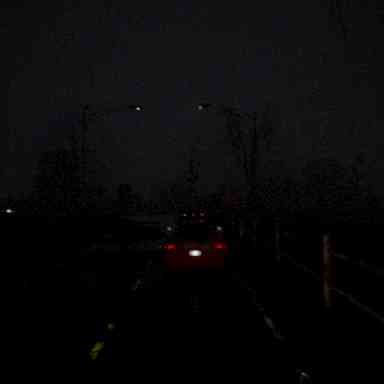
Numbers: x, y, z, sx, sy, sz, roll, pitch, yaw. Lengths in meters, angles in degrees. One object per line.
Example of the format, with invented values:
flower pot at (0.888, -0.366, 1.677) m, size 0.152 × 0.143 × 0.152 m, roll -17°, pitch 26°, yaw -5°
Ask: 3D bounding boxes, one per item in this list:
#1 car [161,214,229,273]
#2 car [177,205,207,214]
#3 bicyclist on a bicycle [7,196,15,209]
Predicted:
car at (0.087, 1.645, 11.027) m, size 1.994 × 1.385 × 4.181 m, roll 0°, pitch 0°, yaw 0°
car at (0.043, 1.663, 22.926) m, size 2.128 × 1.511 × 4.902 m, roll 0°, pitch 0°, yaw -1°
bicyclist on a bicycle at (-22.642, 1.269, 41.606) m, size 0.582 × 1.620 × 1.656 m, roll 1°, pitch 0°, yaw 0°
